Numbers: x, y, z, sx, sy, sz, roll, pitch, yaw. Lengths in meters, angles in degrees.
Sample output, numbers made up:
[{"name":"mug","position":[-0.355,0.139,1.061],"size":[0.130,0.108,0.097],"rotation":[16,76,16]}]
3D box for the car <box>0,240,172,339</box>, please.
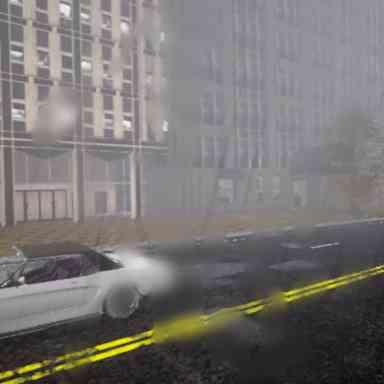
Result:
[{"name":"car","position":[-2.797,1.594,5.669],"size":[4.718,1.301,1.895],"rotation":[-1,0,-35]}]
